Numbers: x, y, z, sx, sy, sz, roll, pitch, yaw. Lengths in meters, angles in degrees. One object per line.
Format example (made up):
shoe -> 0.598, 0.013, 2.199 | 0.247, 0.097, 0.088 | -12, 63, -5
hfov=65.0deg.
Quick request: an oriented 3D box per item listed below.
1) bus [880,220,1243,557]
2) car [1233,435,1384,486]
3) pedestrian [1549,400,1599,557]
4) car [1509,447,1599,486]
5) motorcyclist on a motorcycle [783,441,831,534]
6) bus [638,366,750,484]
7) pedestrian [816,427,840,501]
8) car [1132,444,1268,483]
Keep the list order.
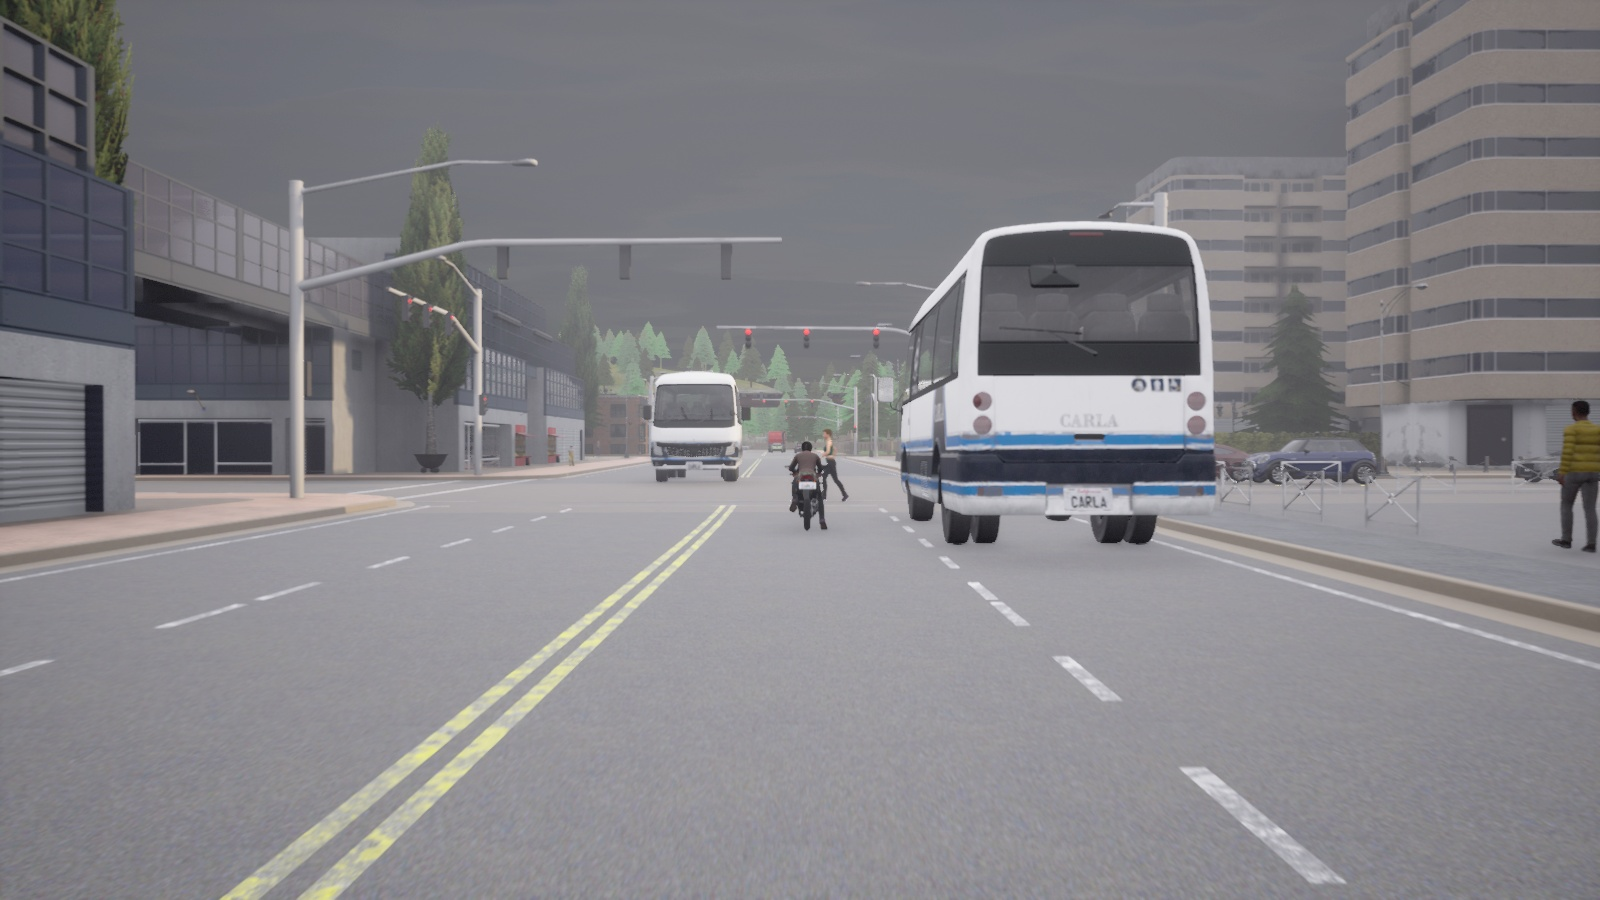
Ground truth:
bus -> 3.620, -0.746, 20.973 | 3.944, 4.253, 10.273 | 0, 0, 0
car -> 18.158, 0.366, 44.962 | 4.553, 1.767, 2.097 | 0, 0, -1
pedestrian -> 9.396, 0.328, 15.058 | 0.431, 1.840, 0.709 | 0, 0, 4
car -> 28.169, 0.577, 45.191 | 4.181, 1.385, 1.994 | 0, 0, -1
motorcyclist on a motorcycle -> 0.117, 0.607, 21.666 | 0.797, 1.523, 2.044 | 0, 0, 0
bus -> -4.031, -0.918, 50.501 | 3.944, 4.253, 10.273 | 0, 0, -2
pedestrian -> 0.710, 0.353, 31.613 | 0.594, 1.836, 0.345 | 0, 0, -2
car -> 15.363, 0.512, 48.404 | 4.674, 1.442, 1.812 | 0, 0, -1
